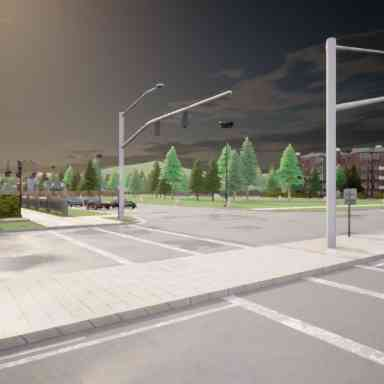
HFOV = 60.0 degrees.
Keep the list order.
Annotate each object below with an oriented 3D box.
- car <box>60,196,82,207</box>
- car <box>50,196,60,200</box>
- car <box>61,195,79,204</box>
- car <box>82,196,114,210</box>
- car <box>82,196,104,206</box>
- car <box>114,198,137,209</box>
[{"bbox_3d":[-18.299,1.505,51.261,1.837,1.490,4.892,0,0,-36],"label":"car"},{"bbox_3d":[-25.097,1.506,60.704,1.837,1.490,4.892,0,0,-35],"label":"car"},{"bbox_3d":[-23.892,1.477,65.067,1.882,1.535,5.008,0,0,-36],"label":"car"},{"bbox_3d":[-12.154,1.601,42.802,1.895,1.301,4.718,0,0,-36],"label":"car"},{"bbox_3d":[-16.194,1.505,54.327,1.837,1.490,4.892,0,0,-36],"label":"car"},{"bbox_3d":[-9.367,1.547,44.912,2.033,1.411,5.357,0,0,-36],"label":"car"}]
